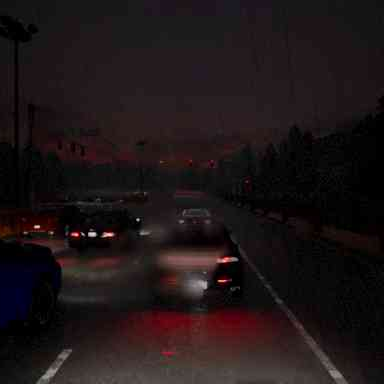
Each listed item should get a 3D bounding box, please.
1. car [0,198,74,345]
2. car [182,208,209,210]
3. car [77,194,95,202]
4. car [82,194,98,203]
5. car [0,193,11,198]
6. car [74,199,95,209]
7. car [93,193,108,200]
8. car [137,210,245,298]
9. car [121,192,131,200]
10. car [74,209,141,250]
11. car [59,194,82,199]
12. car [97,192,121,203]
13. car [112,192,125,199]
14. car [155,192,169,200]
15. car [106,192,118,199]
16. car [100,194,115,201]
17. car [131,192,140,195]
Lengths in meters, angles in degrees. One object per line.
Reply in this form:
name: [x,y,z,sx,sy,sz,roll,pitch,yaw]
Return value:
car: [-3.384,1.205,3.526,2.150,2.045,5.566,0,0,0]
car: [0.190,1.480,17.709,1.895,1.301,4.718,0,0,0]
car: [-20.609,1.132,64.974,1.895,1.301,4.718,0,0,1]
car: [-17.221,1.152,57.341,1.994,1.385,4.181,0,0,1]
car: [-21.340,0.970,35.421,5.566,2.045,2.150,0,1,-13]
car: [-6.828,1.361,17.115,1.882,1.535,5.008,0,0,0]
car: [-20.528,0.936,74.916,1.882,1.535,5.008,0,0,0]
car: [0.134,1.439,8.379,2.128,1.511,4.902,0,0,0]
car: [-13.637,1.061,64.434,1.812,1.442,4.674,0,0,1]
car: [-3.337,1.456,13.699,2.033,1.411,5.357,0,0,0]
car: [-20.730,1.078,55.640,1.882,1.535,5.008,0,0,2]
car: [-13.744,1.128,55.371,1.812,1.442,4.674,0,0,1]
car: [-17.011,0.795,77.449,2.097,1.767,4.553,0,0,0]
car: [-6.534,0.847,70.182,2.097,1.767,4.553,0,0,0]
car: [-20.460,0.861,85.135,1.882,1.535,5.008,0,0,0]
car: [-17.079,1.078,67.317,1.994,1.385,4.181,0,0,0]
car: [-13.531,0.986,74.455,1.812,1.442,4.674,0,0,0]
